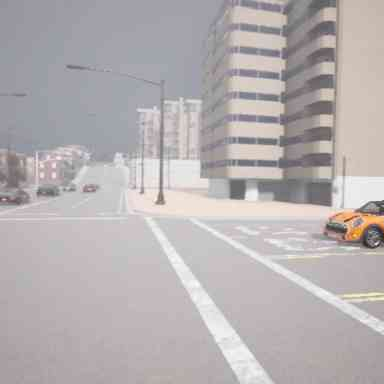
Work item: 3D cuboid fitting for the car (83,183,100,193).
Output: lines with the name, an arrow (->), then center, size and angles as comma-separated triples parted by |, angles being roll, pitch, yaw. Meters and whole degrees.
car -> -16.642, -0.591, 54.236 | 1.994, 1.385, 4.181 | 1, 2, -12

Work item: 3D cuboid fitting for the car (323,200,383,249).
car -> 7.536, 1.110, 12.983 | 4.553, 1.767, 2.097 | 1, 2, -13

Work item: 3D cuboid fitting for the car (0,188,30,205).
car -> -14.965, 0.326, 27.682 | 1.994, 1.385, 4.181 | 1, 2, -13

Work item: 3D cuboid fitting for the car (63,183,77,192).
car -> -20.896, -0.829, 56.987 | 2.128, 1.511, 4.902 | 1, 2, -11

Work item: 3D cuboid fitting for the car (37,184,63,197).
car -> -17.674, -0.252, 41.004 | 1.882, 1.535, 5.008 | 1, 2, -11
